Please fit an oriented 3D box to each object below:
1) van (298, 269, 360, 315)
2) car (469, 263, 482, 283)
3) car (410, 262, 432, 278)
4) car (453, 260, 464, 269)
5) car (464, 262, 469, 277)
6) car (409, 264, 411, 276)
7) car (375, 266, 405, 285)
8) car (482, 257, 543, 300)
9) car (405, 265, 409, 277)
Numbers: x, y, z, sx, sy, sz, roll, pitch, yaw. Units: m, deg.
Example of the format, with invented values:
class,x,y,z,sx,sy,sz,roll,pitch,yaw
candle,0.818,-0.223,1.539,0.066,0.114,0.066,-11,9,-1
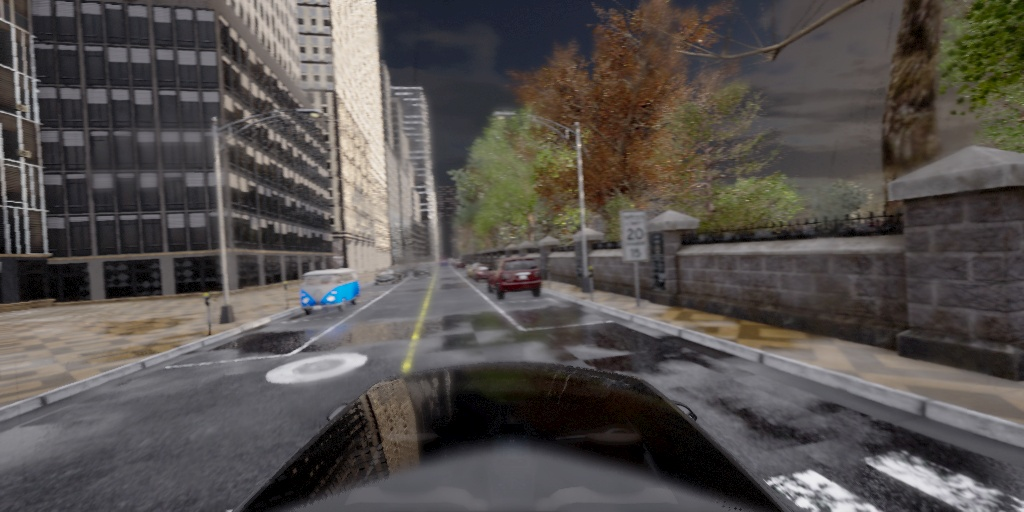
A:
class,x,y,z,sx,sy,sz,roll,pitch,yaw
van,-7.991,1.502,16.077,1.690,1.789,3.998,0,0,-11
car,-2.135,1.327,28.423,1.802,1.307,4.207,0,0,-11
car,-10.482,1.683,42.206,1.837,1.490,4.892,-4,0,-11
car,-8.729,1.524,61.525,1.888,1.381,4.507,0,0,-11
car,-3.267,1.309,34.106,1.751,1.417,4.829,0,0,-11
car,-13.488,1.919,43.671,1.948,1.339,4.313,0,0,-11
car,-11.289,1.826,32.634,2.007,1.370,4.403,0,0,-11
car,0.063,0.984,17.389,2.192,1.841,5.009,0,0,-11
car,-12.388,1.880,38.152,1.948,1.339,4.313,0,0,-11
